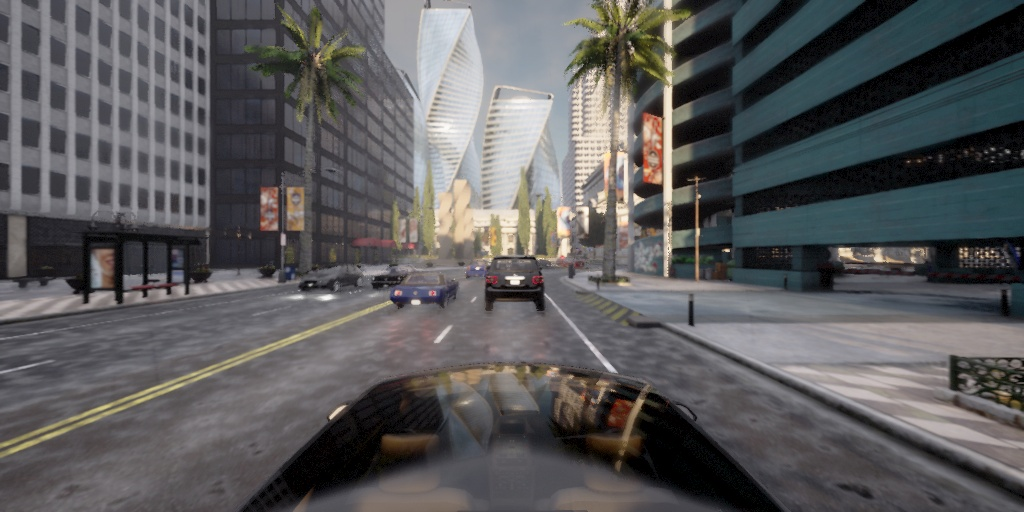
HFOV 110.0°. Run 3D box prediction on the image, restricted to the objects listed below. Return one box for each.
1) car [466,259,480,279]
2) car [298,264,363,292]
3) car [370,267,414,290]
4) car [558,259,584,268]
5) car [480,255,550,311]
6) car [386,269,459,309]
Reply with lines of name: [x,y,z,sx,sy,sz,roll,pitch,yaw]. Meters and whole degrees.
car: [-2.622,1.106,32.544,2.097,1.767,4.553,0,0,8]
car: [-10.491,1.257,21.163,1.837,1.490,4.892,0,0,1]
car: [-7.031,1.353,22.260,1.895,1.301,4.718,0,0,1]
car: [9.758,1.235,59.428,5.008,1.535,1.882,0,0,-36]
car: [0.102,0.973,14.676,2.150,2.045,5.566,0,0,0]
car: [-3.405,1.352,14.931,1.895,1.301,4.718,0,0,0]
